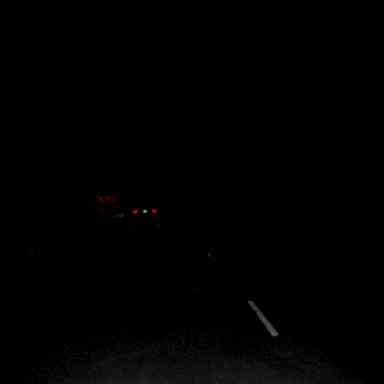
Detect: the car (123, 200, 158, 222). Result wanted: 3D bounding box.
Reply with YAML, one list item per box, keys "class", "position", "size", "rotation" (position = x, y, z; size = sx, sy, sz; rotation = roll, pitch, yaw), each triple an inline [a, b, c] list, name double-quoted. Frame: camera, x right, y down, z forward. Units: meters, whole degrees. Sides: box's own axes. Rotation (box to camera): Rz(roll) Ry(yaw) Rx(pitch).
- class: "car"
  position: [-3.798, 1.260, 23.859]
  size: [2.033, 1.411, 5.357]
  rotation: [-1, 1, -18]

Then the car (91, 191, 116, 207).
- class: "car"
  position: [-10.569, 0.717, 39.633]
  size: [2.097, 1.767, 4.553]
  rotation: [-1, 2, -28]
